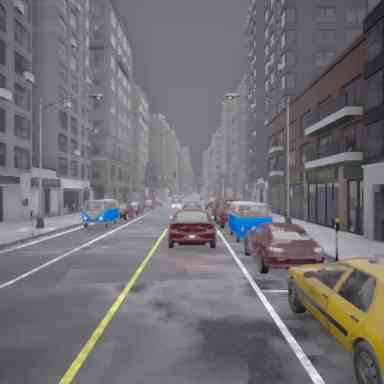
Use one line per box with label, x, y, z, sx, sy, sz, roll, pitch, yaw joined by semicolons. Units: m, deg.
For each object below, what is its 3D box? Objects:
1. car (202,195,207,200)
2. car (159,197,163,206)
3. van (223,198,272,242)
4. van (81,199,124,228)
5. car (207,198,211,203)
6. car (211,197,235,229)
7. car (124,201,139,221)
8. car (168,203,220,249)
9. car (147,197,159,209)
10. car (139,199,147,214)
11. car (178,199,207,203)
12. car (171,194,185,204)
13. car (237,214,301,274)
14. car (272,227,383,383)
car;2.668;1.459;44.191;1.967;1.590;4.097;0;0;0
car;-5.858;1.486;55.509;1.967;1.590;4.097;0;0;0
van;2.670;1.338;15.912;1.690;1.788;3.998;0;0;0
van;-5.855;1.336;21.583;1.690;1.788;3.998;0;0;0
car;2.670;1.309;27.226;2.192;1.841;5.009;0;0;0
car;2.670;1.310;21.568;2.192;1.841;5.009;0;0;0
car;-5.856;1.539;27.238;1.887;1.381;4.507;0;0;0
car;0.000;1.483;14.650;1.882;1.535;5.008;0;0;0
car;-5.858;1.600;44.199;1.802;1.307;4.206;0;0;0
car;-5.857;1.578;32.893;1.802;1.307;4.206;0;0;0
car;0.000;1.568;29.650;1.994;1.385;4.181;0;0;0
car;-3.000;1.592;65.391;2.128;1.511;4.902;0;0;0
car;2.669;1.579;10.256;1.802;1.307;4.206;0;0;0
car;2.670;1.523;4.769;1.752;1.417;4.829;0;0;0
